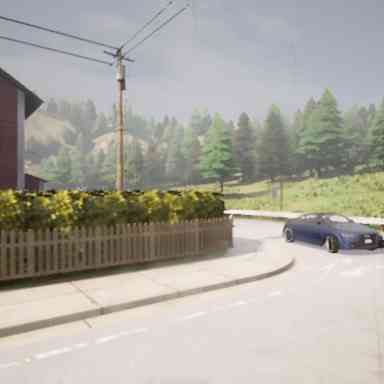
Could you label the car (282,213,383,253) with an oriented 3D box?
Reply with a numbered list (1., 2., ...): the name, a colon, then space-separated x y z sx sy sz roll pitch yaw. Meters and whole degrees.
1. car: 5.581 1.557 13.657 1.994 1.385 4.181 0 0 -20
